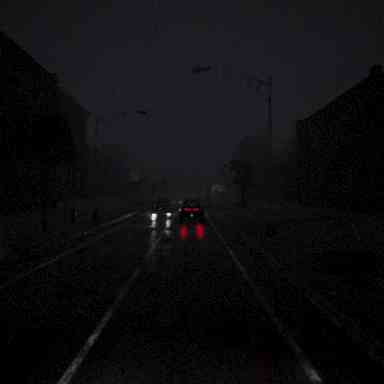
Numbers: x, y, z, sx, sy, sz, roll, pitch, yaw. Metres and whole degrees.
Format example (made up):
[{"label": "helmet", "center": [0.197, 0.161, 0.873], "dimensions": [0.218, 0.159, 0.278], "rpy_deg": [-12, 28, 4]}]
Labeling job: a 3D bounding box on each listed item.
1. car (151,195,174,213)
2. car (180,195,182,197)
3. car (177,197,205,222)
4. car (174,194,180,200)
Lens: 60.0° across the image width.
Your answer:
[{"label": "car", "center": [-3.258, 1.410, 36.451], "dimensions": [1.837, 1.490, 4.892], "rpy_deg": [0, 1, 0]}, {"label": "car", "center": [-0.099, 1.369, 42.760], "dimensions": [2.128, 1.511, 4.902], "rpy_deg": [0, 0, 0]}, {"label": "car", "center": [-0.020, 1.443, 25.978], "dimensions": [2.128, 1.511, 4.902], "rpy_deg": [0, 0, 0]}, {"label": "car", "center": [-3.361, 1.127, 77.083], "dimensions": [1.812, 1.442, 4.674], "rpy_deg": [0, -1, 0]}]
